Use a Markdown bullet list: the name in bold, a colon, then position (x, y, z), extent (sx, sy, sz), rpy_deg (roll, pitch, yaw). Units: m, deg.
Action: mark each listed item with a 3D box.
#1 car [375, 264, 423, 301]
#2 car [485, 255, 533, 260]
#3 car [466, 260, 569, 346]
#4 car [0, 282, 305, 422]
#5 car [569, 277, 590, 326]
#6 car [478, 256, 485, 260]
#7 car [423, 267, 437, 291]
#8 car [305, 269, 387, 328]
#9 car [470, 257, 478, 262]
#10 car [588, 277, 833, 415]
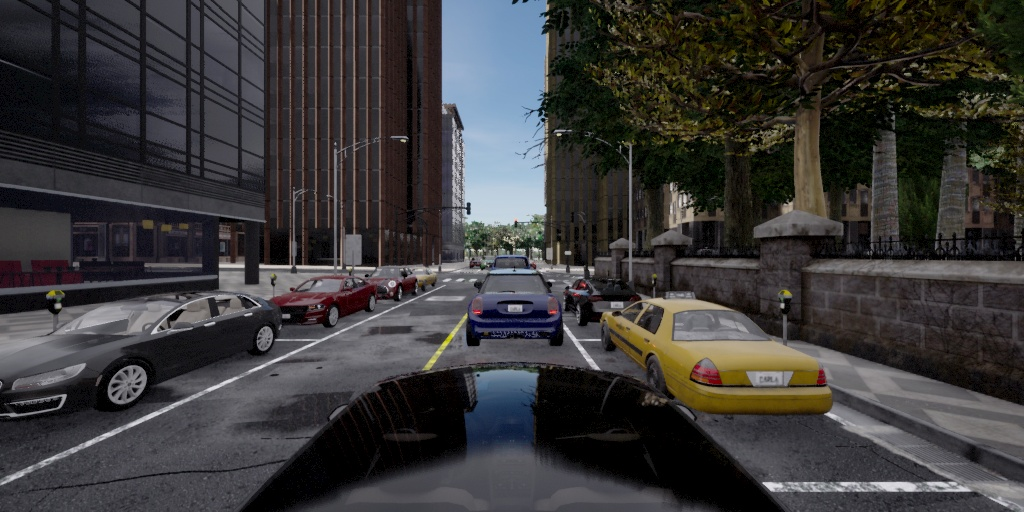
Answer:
- **car**: position (-5.797, 1.190, 16.873), extent (1.967, 1.591, 4.097), rpy_deg (0, 0, 0)
- **car**: position (-0.034, 0.973, 18.973), extent (2.150, 2.045, 5.566), rpy_deg (0, 0, 0)
- **car**: position (0.036, 1.102, 9.539), extent (2.097, 1.767, 4.553), rpy_deg (0, 0, -1)
- **car**: position (-5.772, 1.301, 5.959), extent (2.007, 1.370, 4.403), rpy_deg (0, 0, 0)
- **car**: position (2.740, 1.316, 11.437), extent (1.948, 1.339, 4.313), rpy_deg (0, 0, 0)
- **car**: position (-3.214, 0.982, 51.214), extent (2.150, 2.045, 5.566), rpy_deg (0, 0, -1)
- **car**: position (-5.809, 1.277, 22.160), extent (1.751, 1.417, 4.829), rpy_deg (0, 0, 0)
- **car**: position (-5.785, 1.295, 11.416), extent (1.888, 1.381, 4.507), rpy_deg (0, 0, 0)
- **car**: position (-5.894, 1.079, 59.738), extent (2.192, 1.841, 5.009), rpy_deg (0, 0, 0)
- **car**: position (2.752, 1.275, 6.151), extent (1.751, 1.417, 4.829), rpy_deg (0, 0, 0)
